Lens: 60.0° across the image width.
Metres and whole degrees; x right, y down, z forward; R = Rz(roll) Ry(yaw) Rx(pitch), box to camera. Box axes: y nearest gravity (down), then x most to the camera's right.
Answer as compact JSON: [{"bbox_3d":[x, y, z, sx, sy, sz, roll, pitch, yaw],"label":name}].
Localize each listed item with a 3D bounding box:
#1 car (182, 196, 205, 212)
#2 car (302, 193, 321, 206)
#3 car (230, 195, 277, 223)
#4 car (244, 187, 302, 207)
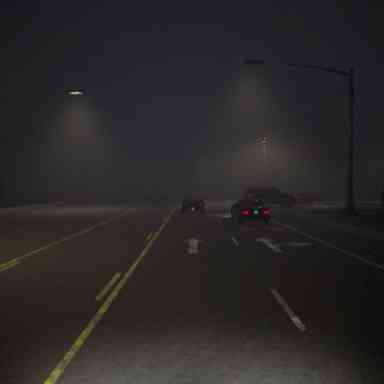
[{"bbox_3d":[0.093,1.030,29.232,1.895,1.301,4.718,0,1,0],"label":"car"},{"bbox_3d":[11.761,0.738,36.970,5.008,1.535,1.882,0,1,-1],"label":"car"},{"bbox_3d":[3.598,1.149,21.255,2.033,1.411,5.357,0,1,0],"label":"car"},{"bbox_3d":[8.100,0.539,34.580,5.566,2.045,2.150,0,1,-10],"label":"car"}]
